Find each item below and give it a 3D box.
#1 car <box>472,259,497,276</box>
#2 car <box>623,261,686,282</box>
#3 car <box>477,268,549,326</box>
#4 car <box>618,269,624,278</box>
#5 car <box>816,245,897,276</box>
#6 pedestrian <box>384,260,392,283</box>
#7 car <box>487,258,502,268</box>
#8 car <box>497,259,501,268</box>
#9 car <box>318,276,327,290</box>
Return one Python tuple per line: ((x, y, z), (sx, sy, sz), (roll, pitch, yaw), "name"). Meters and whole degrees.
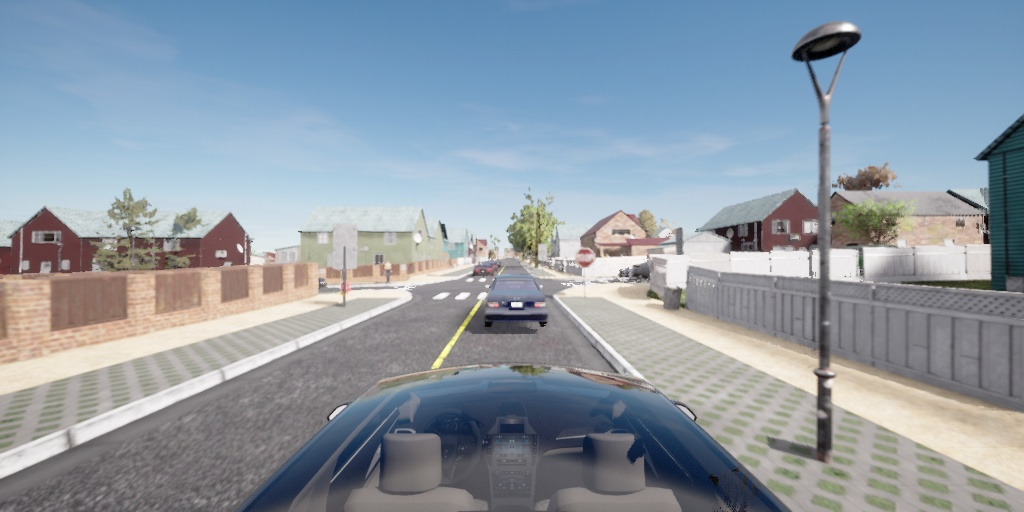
((-2.833, 1.277, 35.919), (1.994, 1.385, 4.181), (0, 0, -2), "car")
((9.926, 0.884, 22.376), (4.902, 1.511, 2.128), (-2, -1, -1), "car")
((0.076, 1.288, 11.663), (2.033, 1.411, 5.357), (0, 0, -1), "car")
((10.364, 0.986, 25.290), (5.357, 1.411, 2.033), (-2, -1, 1), "car")
((24.198, 0.288, 25.334), (5.566, 2.045, 2.150), (-1, -1, 0), "car")
((-9.694, 1.182, 28.042), (0.375, 1.860, 0.375), (0, 0, 0), "pedestrian")
((-2.788, 1.172, 59.141), (2.128, 1.511, 4.902), (0, 0, 1), "car")
((-2.845, 1.264, 45.946), (1.994, 1.385, 4.181), (0, 0, 0), "car")
((-14.089, 1.553, 22.170), (4.892, 1.490, 1.837), (-2, -1, -1), "car")
